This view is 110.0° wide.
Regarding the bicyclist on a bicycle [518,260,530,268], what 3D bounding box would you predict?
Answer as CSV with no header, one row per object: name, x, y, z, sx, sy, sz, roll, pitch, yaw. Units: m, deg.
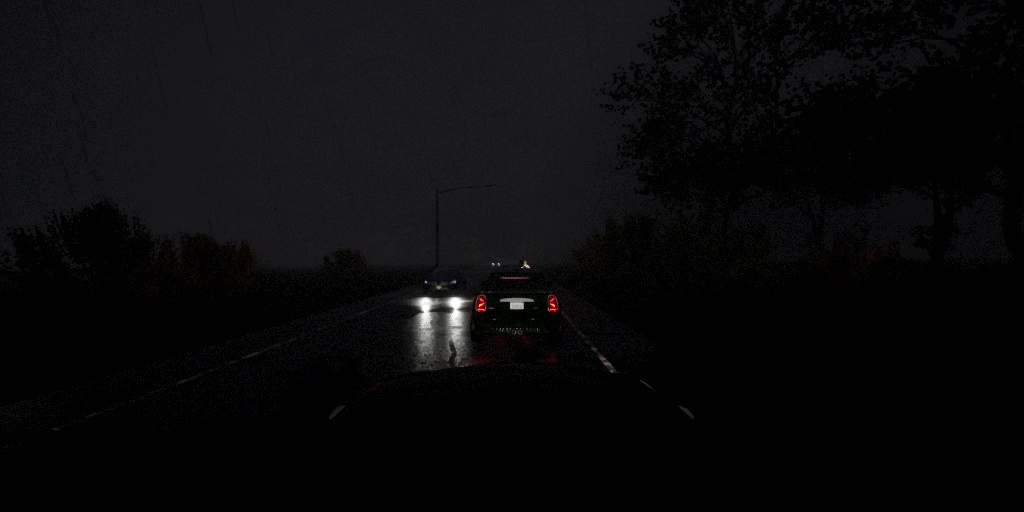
bicyclist on a bicycle,0.957,1.177,25.736,0.866,1.612,1.509,0,0,1

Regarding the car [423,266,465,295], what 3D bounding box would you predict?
car,-3.585,1.269,19.843,1.812,1.442,4.674,0,0,0

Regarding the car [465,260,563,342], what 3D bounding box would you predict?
car,0.107,1.099,9.913,2.097,1.767,4.553,0,0,0
